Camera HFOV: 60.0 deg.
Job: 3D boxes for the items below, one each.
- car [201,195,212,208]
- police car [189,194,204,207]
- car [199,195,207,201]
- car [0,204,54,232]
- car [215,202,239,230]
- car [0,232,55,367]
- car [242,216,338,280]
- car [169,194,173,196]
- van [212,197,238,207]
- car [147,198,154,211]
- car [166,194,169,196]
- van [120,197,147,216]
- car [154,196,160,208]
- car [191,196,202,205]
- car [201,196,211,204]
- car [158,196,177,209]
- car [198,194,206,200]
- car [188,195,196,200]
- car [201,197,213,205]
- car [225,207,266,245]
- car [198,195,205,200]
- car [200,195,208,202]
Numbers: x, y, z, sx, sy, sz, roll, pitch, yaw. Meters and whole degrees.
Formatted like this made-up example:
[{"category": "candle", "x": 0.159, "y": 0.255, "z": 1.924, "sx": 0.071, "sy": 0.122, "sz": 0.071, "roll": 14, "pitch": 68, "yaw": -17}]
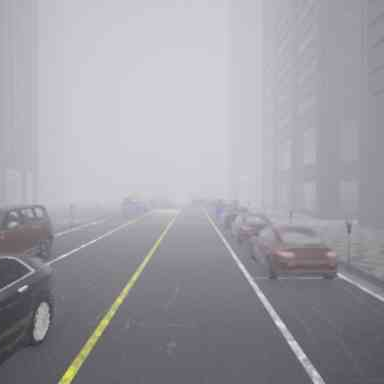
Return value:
[{"category": "car", "x": 2.743, "y": 1.539, "z": 49.164, "sx": 1.887, "sy": 1.381, "sz": 4.507, "roll": 0, "pitch": 0, "yaw": 0}, {"category": "police car", "x": 0.870, "y": 1.420, "z": 51.008, "sx": 1.930, "sy": 1.638, "sz": 5.238, "roll": 0, "pitch": 0, "yaw": 0}, {"category": "car", "x": 2.732, "y": 1.524, "z": 83.008, "sx": 2.008, "sy": 1.369, "sz": 4.403, "roll": 0, "pitch": 0, "yaw": 0}, {"category": "car", "x": -5.770, "y": 1.315, "z": 9.672, "sx": 2.192, "sy": 1.841, "sz": 5.009, "roll": 0, "pitch": 0, "yaw": 0}, {"category": "car", "x": 2.752, "y": 1.564, "z": 20.960, "sx": 1.947, "sy": 1.339, "sz": 4.313, "roll": 0, "pitch": 0, "yaw": 0}, {"category": "car", "x": -3.101, "y": 1.505, "z": 3.486, "sx": 1.837, "sy": 1.490, "sz": 4.892, "roll": 0, "pitch": 0, "yaw": 0}, {"category": "car", "x": 2.756, "y": 1.581, "z": 9.679, "sx": 1.802, "sy": 1.307, "sz": 4.206, "roll": 0, "pitch": 0, "yaw": 0}, {"category": "car", "x": -5.790, "y": 1.549, "z": 71.722, "sx": 1.947, "sy": 1.339, "sz": 4.313, "roll": 0, "pitch": 0, "yaw": 0}, {"category": "van", "x": 2.750, "y": 1.339, "z": 26.601, "sx": 1.690, "sy": 1.788, "sz": 3.998, "roll": 0, "pitch": 0, "yaw": 0}, {"category": "car", "x": -5.779, "y": 1.541, "z": 37.876, "sx": 1.887, "sy": 1.381, "sz": 4.507, "roll": 0, "pitch": 0, "yaw": 0}, {"category": "car", "x": -5.787, "y": 1.430, "z": 60.439, "sx": 1.967, "sy": 1.590, "sz": 4.097, "roll": 0, "pitch": 0, "yaw": 0}, {"category": "van", "x": -5.778, "y": 1.338, "z": 32.236, "sx": 1.690, "sy": 1.788, "sz": 3.998, "roll": 0, "pitch": 0, "yaw": 0}, {"category": "car", "x": -5.782, "y": 1.560, "z": 49.158, "sx": 1.947, "sy": 1.339, "sz": 4.313, "roll": 0, "pitch": 0, "yaw": 0}, {"category": "car", "x": 0.815, "y": 1.495, "z": 60.898, "sx": 1.837, "sy": 1.490, "sz": 4.892, "roll": 0, "pitch": 0, "yaw": 0}, {"category": "car", "x": 2.737, "y": 1.553, "z": 66.085, "sx": 1.947, "sy": 1.339, "sz": 4.313, "roll": 0, "pitch": 0, "yaw": 0}, {"category": "car", "x": -3.104, "y": 1.596, "z": 44.760, "sx": 1.895, "sy": 1.301, "sz": 4.718, "roll": 0, "pitch": 0, "yaw": 0}, {"category": "car", "x": 2.730, "y": 1.407, "z": 88.649, "sx": 1.967, "sy": 1.590, "sz": 4.097, "roll": 0, "pitch": 0, "yaw": 0}, {"category": "car", "x": -0.029, "y": 1.372, "z": 85.400, "sx": 2.033, "sy": 1.411, "sz": 5.357, "roll": 0, "pitch": 0, "yaw": 0}, {"category": "car", "x": 2.739, "y": 1.541, "z": 60.445, "sx": 2.008, "sy": 1.369, "sz": 4.403, "roll": 0, "pitch": 0, "yaw": 0}, {"category": "car", "x": 2.755, "y": 1.581, "z": 15.319, "sx": 1.802, "sy": 1.307, "sz": 4.206, "roll": 0, "pitch": 0, "yaw": 0}, {"category": "car", "x": 2.728, "y": 1.511, "z": 94.290, "sx": 2.008, "sy": 1.369, "sz": 4.403, "roll": 0, "pitch": 0, "yaw": 0}, {"category": "car", "x": 2.733, "y": 1.503, "z": 77.537, "sx": 1.752, "sy": 1.417, "sz": 4.829, "roll": 0, "pitch": 0, "yaw": 0}]
